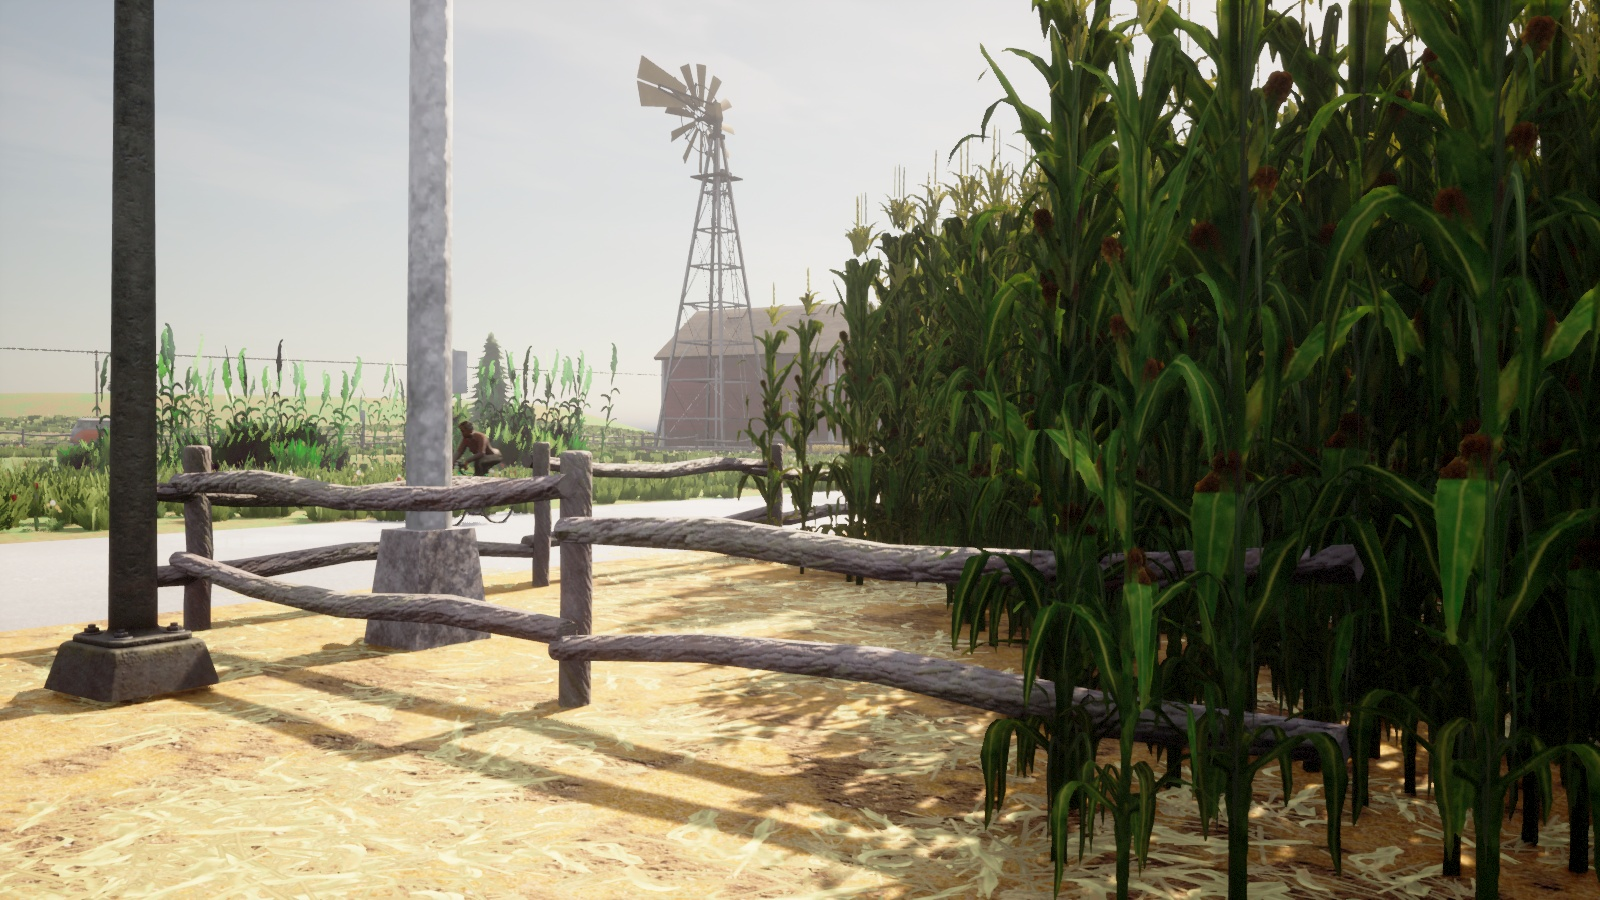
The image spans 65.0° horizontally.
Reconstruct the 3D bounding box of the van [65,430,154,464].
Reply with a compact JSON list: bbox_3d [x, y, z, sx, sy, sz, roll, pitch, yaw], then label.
[{"bbox_3d":[-42.197,-0.183,76.818,1.775,1.987,4.442,0,1,39],"label":"van"}]

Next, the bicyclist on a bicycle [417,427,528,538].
[{"bbox_3d":[-5.017,0.466,19.350,0.582,1.620,1.656,0,1,33],"label":"bicyclist on a bicycle"}]
